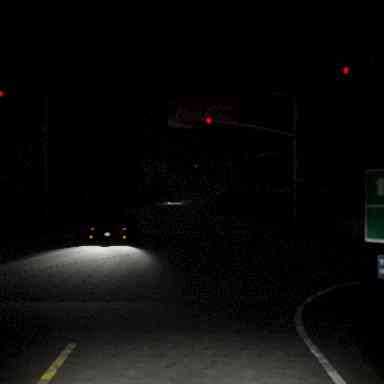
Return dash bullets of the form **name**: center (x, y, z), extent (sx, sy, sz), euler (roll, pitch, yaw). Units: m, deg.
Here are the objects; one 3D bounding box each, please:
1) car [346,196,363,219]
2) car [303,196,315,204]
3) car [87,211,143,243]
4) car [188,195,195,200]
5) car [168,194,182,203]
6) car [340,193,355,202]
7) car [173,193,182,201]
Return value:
- **car**: center (14.313, 1.478, 25.300), extent (3.866, 1.878, 1.905), euler (0, 0, 0)
- **car**: center (22.360, 1.486, 64.385), extent (1.970, 1.475, 3.806), euler (0, 0, 0)
- **car**: center (-3.621, 1.635, 16.260), extent (1.994, 1.385, 4.181), euler (0, 0, 0)
- **car**: center (-0.123, 1.462, 86.646), extent (1.994, 1.385, 4.181), euler (0, 0, 0)
- **car**: center (-3.616, 1.493, 66.997), extent (1.994, 1.385, 4.181), euler (0, 0, 0)
- **car**: center (34.747, 1.415, 72.204), extent (2.007, 1.523, 4.514), euler (0, 0, 0)
- **car**: center (-3.619, 1.268, 83.328), extent (2.097, 1.767, 4.553), euler (0, 0, 0)
